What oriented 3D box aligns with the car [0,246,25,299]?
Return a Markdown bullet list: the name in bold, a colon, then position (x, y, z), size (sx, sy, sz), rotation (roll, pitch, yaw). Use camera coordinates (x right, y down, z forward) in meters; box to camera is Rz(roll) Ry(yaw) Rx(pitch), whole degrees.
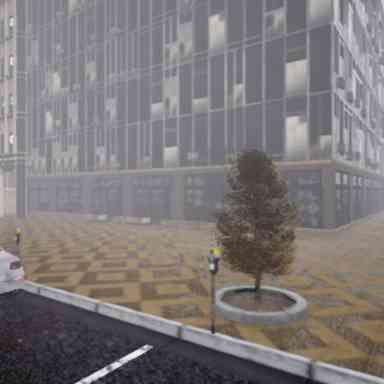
- **car**: position (-5.514, 1.604, 7.361), size (4.674, 1.442, 1.812), rotation (-1, 0, 35)
